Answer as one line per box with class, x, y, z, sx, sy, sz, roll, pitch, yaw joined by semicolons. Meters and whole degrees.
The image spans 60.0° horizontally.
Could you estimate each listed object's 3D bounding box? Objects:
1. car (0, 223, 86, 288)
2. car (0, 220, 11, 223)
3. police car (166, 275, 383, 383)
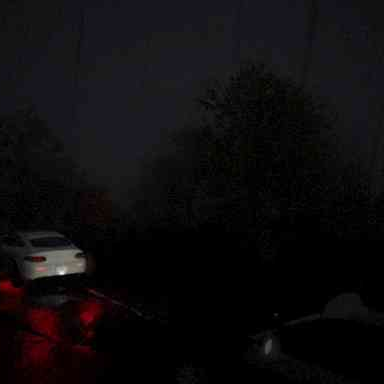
car;-4.949;1.907;10.408;1.812;1.442;4.674;3;-3;-42
car;-9.048;2.003;14.828;1.837;1.490;4.892;3;-3;-43
police car;1.693;1.607;3.020;1.930;1.638;5.238;3;-3;-41
